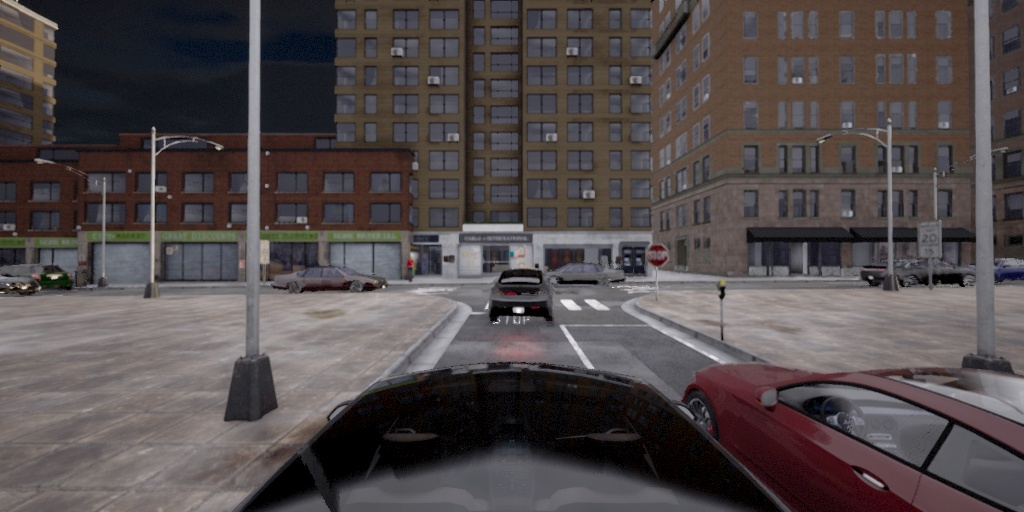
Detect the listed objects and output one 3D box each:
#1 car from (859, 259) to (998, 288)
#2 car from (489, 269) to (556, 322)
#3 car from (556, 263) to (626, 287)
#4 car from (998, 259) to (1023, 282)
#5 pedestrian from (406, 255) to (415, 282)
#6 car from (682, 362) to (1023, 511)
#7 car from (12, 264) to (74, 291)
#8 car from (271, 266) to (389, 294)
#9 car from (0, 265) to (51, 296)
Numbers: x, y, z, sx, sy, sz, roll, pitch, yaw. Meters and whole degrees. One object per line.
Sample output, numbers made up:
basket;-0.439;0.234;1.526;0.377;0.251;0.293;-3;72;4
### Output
car;20.678;0.878;18.234;4.902;1.511;2.128;0;-1;0
car;0.411;1.164;11.904;1.837;1.490;4.892;0;0;5
car;3.907;1.113;21.248;5.357;1.411;2.033;-1;-1;0
car;28.479;0.883;21.142;4.674;1.442;1.812;0;-1;0
pedestrian;-6.833;0.841;24.198;0.375;1.860;0.375;0;0;0
car;2.639;1.328;2.129;1.802;1.307;4.207;0;0;0
car;-29.356;1.324;21.367;4.553;1.767;2.097;-1;-1;0
car;-9.209;1.213;18.344;5.357;1.411;2.033;-1;-1;0
car;-27.455;1.417;18.414;4.892;1.490;1.837;-1;-1;0
